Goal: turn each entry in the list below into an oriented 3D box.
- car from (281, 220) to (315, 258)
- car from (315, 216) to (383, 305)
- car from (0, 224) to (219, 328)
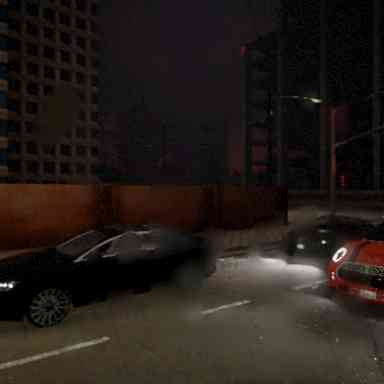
[{"bbox_3d":[5.097,1.555,11.803,4.181,1.385,1.994,0,0,-35],"label":"car"},{"bbox_3d":[5.168,1.344,7.585,4.553,1.767,2.097,0,0,-35],"label":"car"},{"bbox_3d":[-1.663,1.489,7.077,4.902,1.511,2.128,0,0,-35],"label":"car"}]
